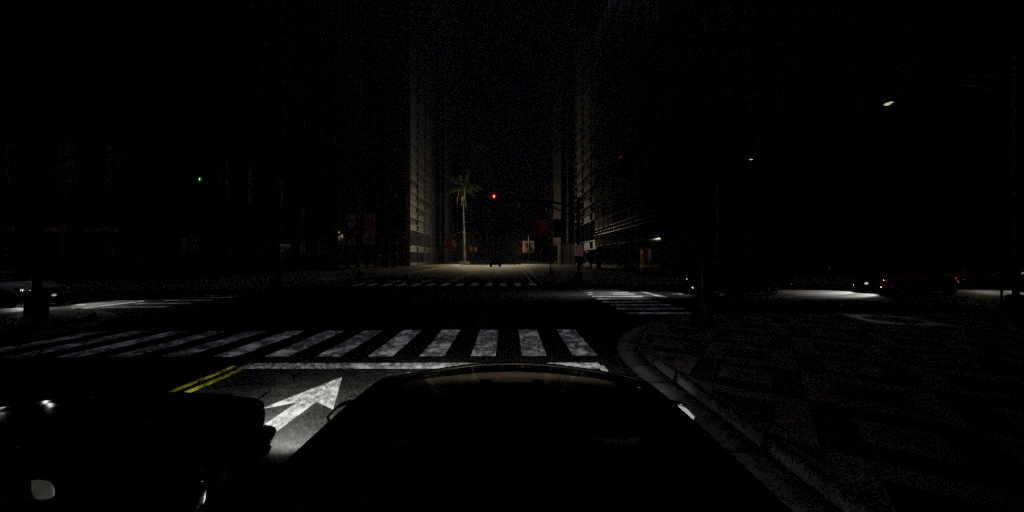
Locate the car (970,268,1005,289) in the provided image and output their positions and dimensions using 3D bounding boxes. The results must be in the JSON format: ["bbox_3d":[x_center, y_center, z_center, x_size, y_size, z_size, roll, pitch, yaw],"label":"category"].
[{"bbox_3d":[26.424,1.274,21.739,4.207,1.307,1.802,0,0,-1],"label":"car"}]

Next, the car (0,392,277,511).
[{"bbox_3d":[-3.176,1.297,0.730,2.033,1.411,5.357,0,0,4],"label":"car"}]

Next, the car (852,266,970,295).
[{"bbox_3d":[20.625,1.252,18.880,4.181,1.385,1.994,0,0,-1],"label":"car"}]

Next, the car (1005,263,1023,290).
[{"bbox_3d":[29.971,1.012,19.044,4.553,1.767,2.097,0,0,-1],"label":"car"}]

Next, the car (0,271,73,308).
[{"bbox_3d":[-21.380,1.353,14.950,4.674,1.442,1.812,0,0,1],"label":"car"}]

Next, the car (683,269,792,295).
[{"bbox_3d":[11.615,1.320,18.727,4.718,1.301,1.895,0,0,-1],"label":"car"}]
